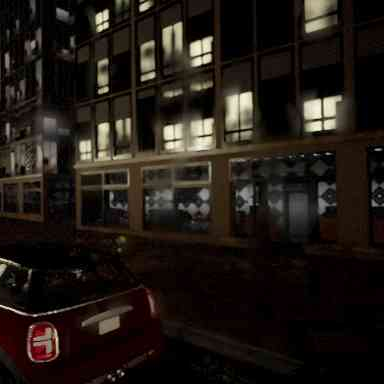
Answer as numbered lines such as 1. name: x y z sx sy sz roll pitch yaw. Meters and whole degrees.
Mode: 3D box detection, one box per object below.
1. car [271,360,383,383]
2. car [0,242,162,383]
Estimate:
1. car: 2.169 1.570 1.360 4.313 1.339 1.947 0 -1 36
2. car: -2.429 1.436 4.707 4.097 1.590 1.967 0 -1 37
